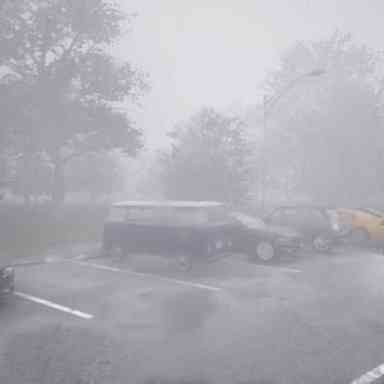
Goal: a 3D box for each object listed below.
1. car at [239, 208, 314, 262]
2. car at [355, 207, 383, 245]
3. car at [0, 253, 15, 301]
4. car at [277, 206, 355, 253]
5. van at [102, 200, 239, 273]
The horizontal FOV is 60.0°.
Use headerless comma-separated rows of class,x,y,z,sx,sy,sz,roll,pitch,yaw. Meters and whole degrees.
car,1.532,1.487,12.237,5.008,1.535,2.097,-1,-1,35
car,6.431,1.492,15.591,5.008,1.535,2.097,-1,-1,36
car,-5.759,1.485,7.111,5.008,1.535,2.097,-1,-1,34
car,4.000,1.363,13.895,4.553,1.767,2.185,-1,-1,35
van,-1.005,1.261,10.594,4.442,1.987,1.878,-1,-1,35
